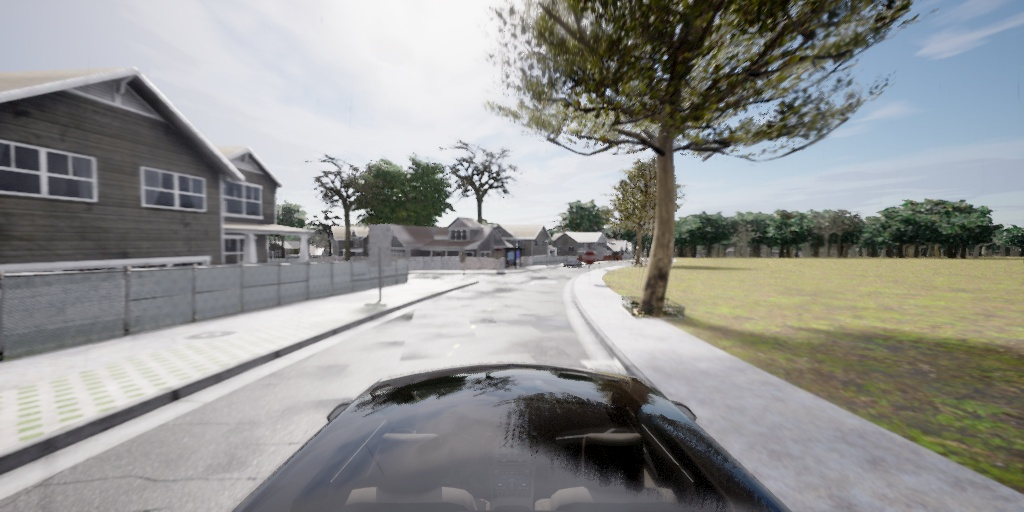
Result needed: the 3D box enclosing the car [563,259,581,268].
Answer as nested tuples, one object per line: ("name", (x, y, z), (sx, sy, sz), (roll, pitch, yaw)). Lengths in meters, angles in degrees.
("car", (9.376, 1.128, 55.747), (1.994, 1.385, 4.181), (1, 2, 24))
